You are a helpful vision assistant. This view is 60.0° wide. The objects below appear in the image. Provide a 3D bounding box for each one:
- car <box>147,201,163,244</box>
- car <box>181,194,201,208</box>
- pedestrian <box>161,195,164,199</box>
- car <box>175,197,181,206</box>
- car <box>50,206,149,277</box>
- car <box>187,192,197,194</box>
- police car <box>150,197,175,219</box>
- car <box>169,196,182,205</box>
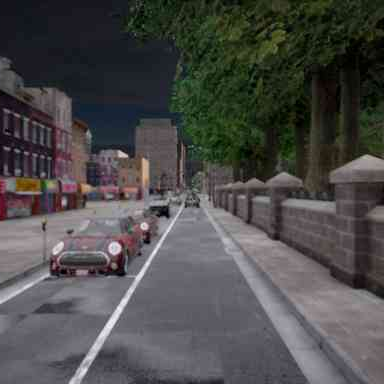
[{"bbox_3d":[-2.649,1.402,15.289,1.967,1.590,4.097,0,0,0],"label":"car"},{"bbox_3d":[0.010,1.383,45.263,2.128,1.511,4.902,0,0,0],"label":"car"},{"bbox_3d":[-2.755,1.217,31.326,0.375,1.860,0.375,0,0,0],"label":"pedestrian"},{"bbox_3d":[-2.646,1.455,51.909,1.802,1.307,4.206,0,0,0],"label":"car"},{"bbox_3d":[-2.650,1.415,10.017,1.967,1.590,4.097,0,0,0],"label":"car"},{"bbox_3d":[0.192,1.090,65.245,2.150,2.045,5.566,0,-1,9],"label":"car"},{"bbox_3d":[-2.755,1.356,28.318,1.930,1.638,5.238,0,0,0],"label":"police car"},{"bbox_3d":[-2.647,1.430,55.571,1.947,1.339,4.313,0,0,0],"label":"car"}]
